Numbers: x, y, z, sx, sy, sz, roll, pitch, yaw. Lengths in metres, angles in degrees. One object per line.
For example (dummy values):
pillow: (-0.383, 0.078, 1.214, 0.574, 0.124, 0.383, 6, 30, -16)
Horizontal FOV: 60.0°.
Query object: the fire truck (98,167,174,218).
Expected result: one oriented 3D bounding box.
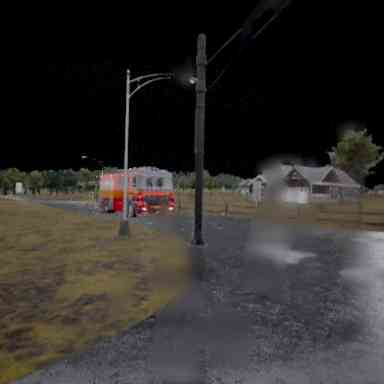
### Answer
fire truck: (-4.736, -0.019, 26.720, 2.891, 3.827, 8.468, 2, 0, -35)
